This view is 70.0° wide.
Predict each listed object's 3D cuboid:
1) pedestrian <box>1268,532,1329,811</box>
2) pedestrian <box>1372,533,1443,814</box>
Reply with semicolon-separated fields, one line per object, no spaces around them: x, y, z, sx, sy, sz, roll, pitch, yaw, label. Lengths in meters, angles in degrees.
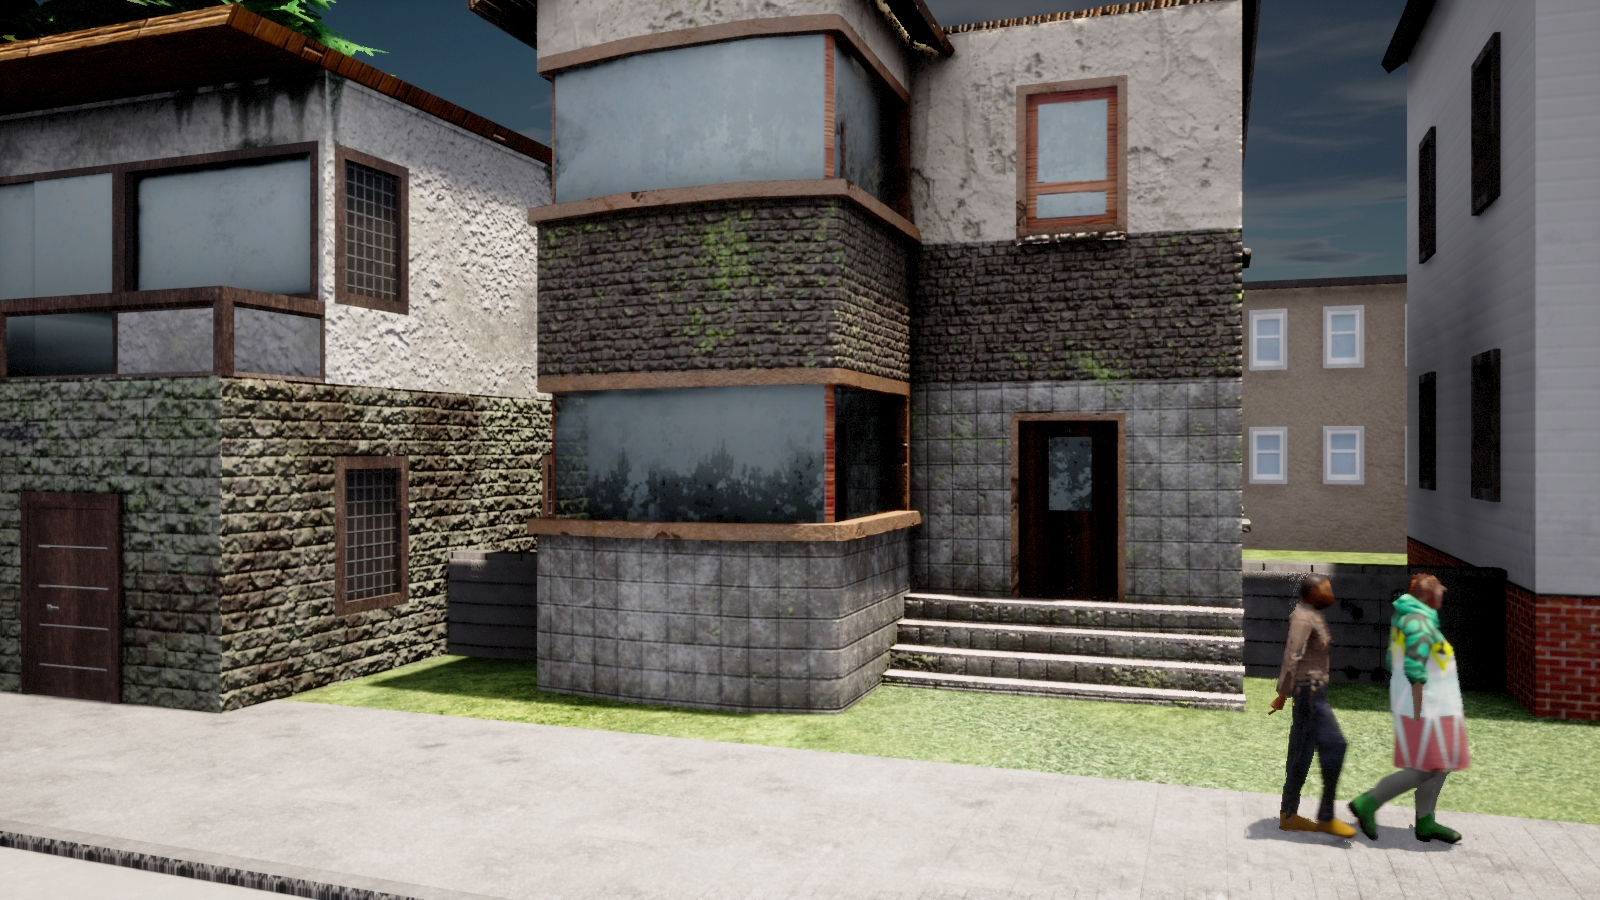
3.503;1.525;8.027;0.375;1.860;0.375;0;0;26;pedestrian
4.210;1.524;7.931;0.375;1.860;0.375;0;0;19;pedestrian
